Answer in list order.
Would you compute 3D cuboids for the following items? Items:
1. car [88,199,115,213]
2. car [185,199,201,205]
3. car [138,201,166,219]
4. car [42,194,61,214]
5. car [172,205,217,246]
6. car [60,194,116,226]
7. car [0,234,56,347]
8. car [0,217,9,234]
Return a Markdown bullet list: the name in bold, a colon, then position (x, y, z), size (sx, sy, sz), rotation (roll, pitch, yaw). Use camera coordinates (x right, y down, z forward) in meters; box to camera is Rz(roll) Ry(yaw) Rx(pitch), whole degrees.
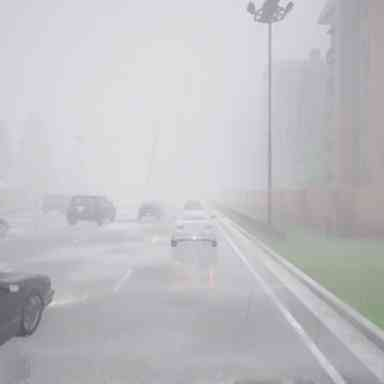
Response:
- **car**: position (-10.414, 1.558, 38.547), size (1.994, 1.385, 4.181), rotation (0, 0, 0)
- **car**: position (0.086, 1.558, 39.195), size (1.994, 1.385, 4.181), rotation (0, 0, 0)
- **car**: position (-3.410, 1.501, 28.496), size (1.837, 1.490, 4.892), rotation (0, 0, 0)
- **car**: position (-13.912, 1.216, 35.406), size (2.150, 2.045, 5.566), rotation (0, 0, 0)
- **car**: position (0.094, 1.524, 15.107), size (1.812, 1.442, 4.674), rotation (0, 0, 0)
- **car**: position (-6.908, 1.218, 23.326), size (2.150, 2.045, 5.566), rotation (0, 0, 0)
- **car**: position (-3.403, 1.547, 3.597), size (2.033, 1.411, 5.357), rotation (0, 0, 0)
- **car**: position (-10.406, 1.503, 15.252), size (1.837, 1.490, 4.892), rotation (0, 0, 0)
